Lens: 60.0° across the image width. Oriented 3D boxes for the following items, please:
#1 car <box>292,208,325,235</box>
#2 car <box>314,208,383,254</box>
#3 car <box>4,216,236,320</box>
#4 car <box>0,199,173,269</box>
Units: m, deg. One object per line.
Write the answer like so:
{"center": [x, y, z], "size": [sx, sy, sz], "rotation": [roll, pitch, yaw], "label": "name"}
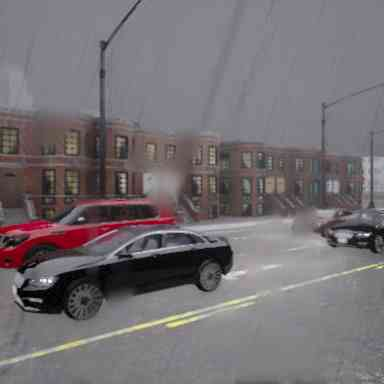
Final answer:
{"center": [7.459, 1.599, 18.125], "size": [4.674, 1.442, 1.812], "rotation": [0, 0, -36], "label": "car"}
{"center": [7.597, 1.546, 13.894], "size": [4.902, 1.511, 2.128], "rotation": [0, 0, -36], "label": "car"}
{"center": [-1.218, 1.520, 7.452], "size": [4.902, 1.511, 2.128], "rotation": [0, 0, -36], "label": "car"}
{"center": [-3.027, 1.261, 10.466], "size": [5.566, 2.045, 2.150], "rotation": [0, 0, -36], "label": "car"}
